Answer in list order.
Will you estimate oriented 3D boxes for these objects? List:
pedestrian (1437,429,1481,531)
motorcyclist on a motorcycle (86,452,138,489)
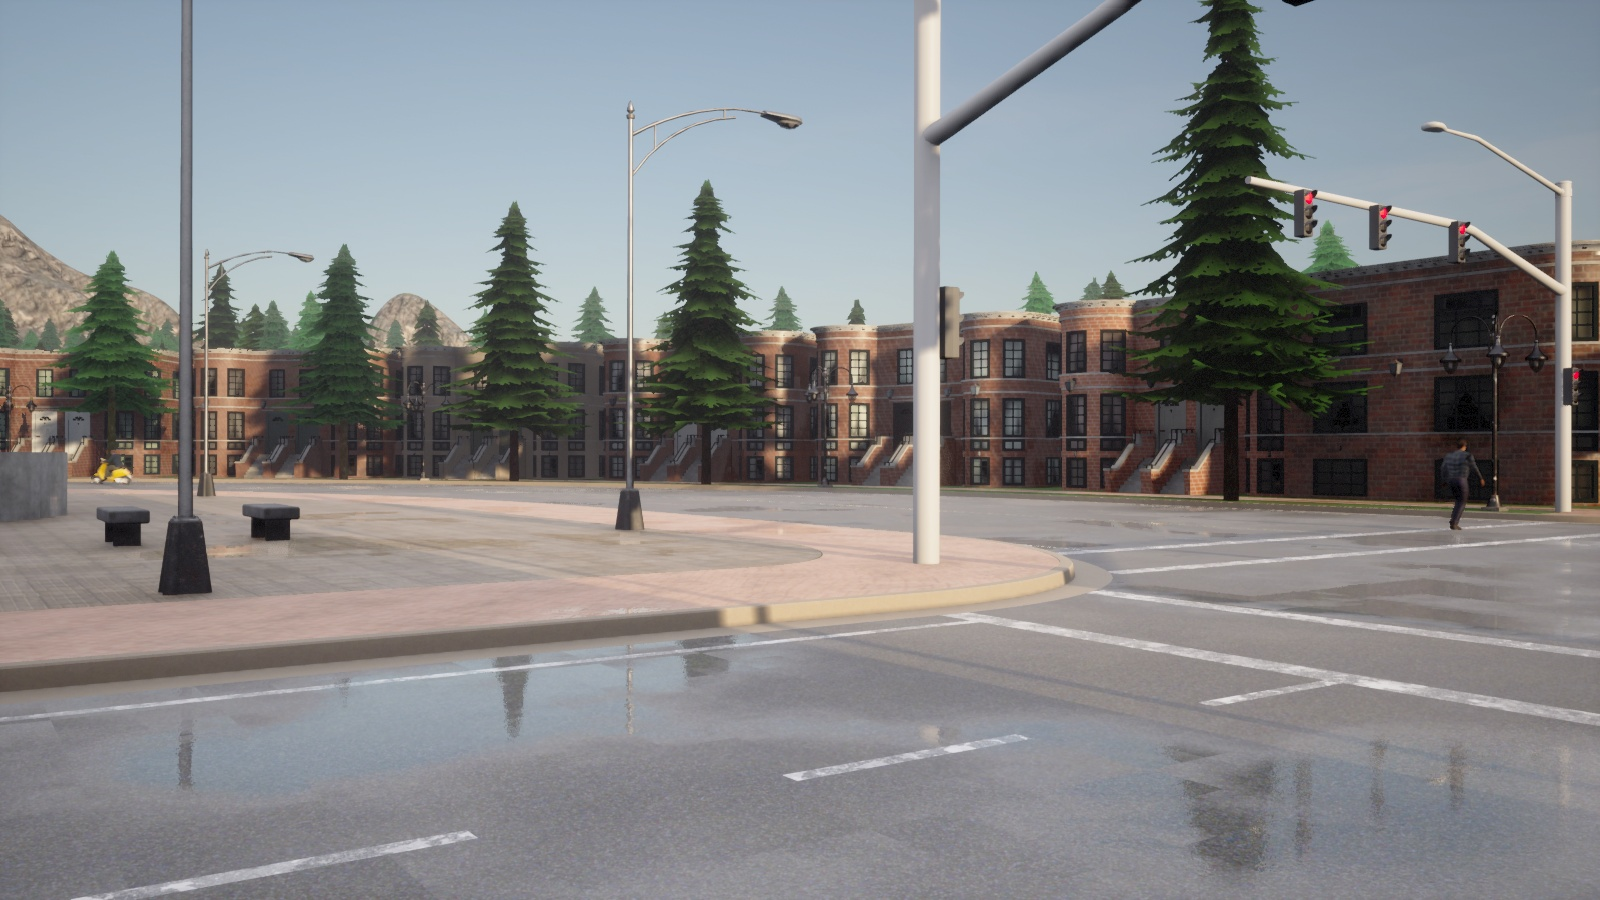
[{"bbox_3d":[12.763,0.566,24.309,0.788,1.949,0.423,0,0,-33],"label":"pedestrian"},{"bbox_3d":[-30.370,0.898,55.432,1.817,1.590,0.866,0,0,6],"label":"motorcyclist on a motorcycle"}]
